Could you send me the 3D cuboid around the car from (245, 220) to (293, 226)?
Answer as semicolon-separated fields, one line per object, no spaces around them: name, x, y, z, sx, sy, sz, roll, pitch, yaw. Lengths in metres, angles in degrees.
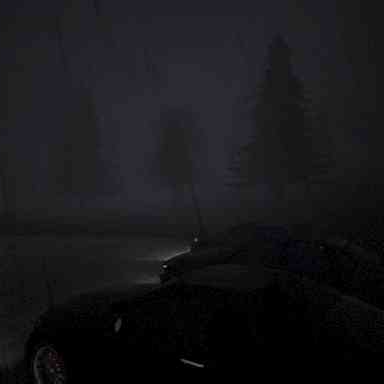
car;2.037;1.592;10.734;4.181;1.385;1.994;-1;0;32

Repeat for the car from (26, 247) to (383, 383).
car;0.240;1.538;3.511;4.674;1.442;1.812;-1;-1;33

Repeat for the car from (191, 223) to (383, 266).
car;1.956;1.559;6.829;5.357;1.411;2.033;-1;0;30
